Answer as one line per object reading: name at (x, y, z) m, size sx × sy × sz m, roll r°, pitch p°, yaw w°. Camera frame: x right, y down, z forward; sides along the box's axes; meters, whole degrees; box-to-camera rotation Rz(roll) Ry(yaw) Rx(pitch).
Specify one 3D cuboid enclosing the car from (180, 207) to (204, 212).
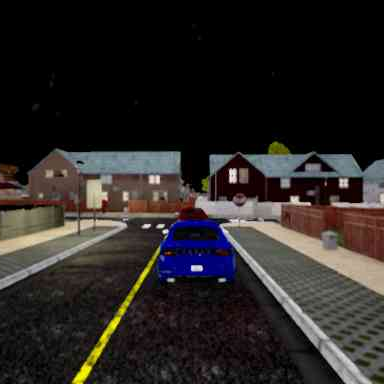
car at (-0.019, 1.704, 21.007) m, size 1.882 × 1.535 × 5.008 m, roll 0°, pitch -1°, yaw -3°

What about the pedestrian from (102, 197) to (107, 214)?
pedestrian at (-9.330, 1.432, 35.177) m, size 0.375 × 1.860 × 0.375 m, roll 0°, pitch -1°, yaw 1°

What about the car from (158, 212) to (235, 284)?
car at (0.105, 1.586, 9.930) m, size 1.882 × 1.535 × 5.008 m, roll 0°, pitch -1°, yaw 0°
